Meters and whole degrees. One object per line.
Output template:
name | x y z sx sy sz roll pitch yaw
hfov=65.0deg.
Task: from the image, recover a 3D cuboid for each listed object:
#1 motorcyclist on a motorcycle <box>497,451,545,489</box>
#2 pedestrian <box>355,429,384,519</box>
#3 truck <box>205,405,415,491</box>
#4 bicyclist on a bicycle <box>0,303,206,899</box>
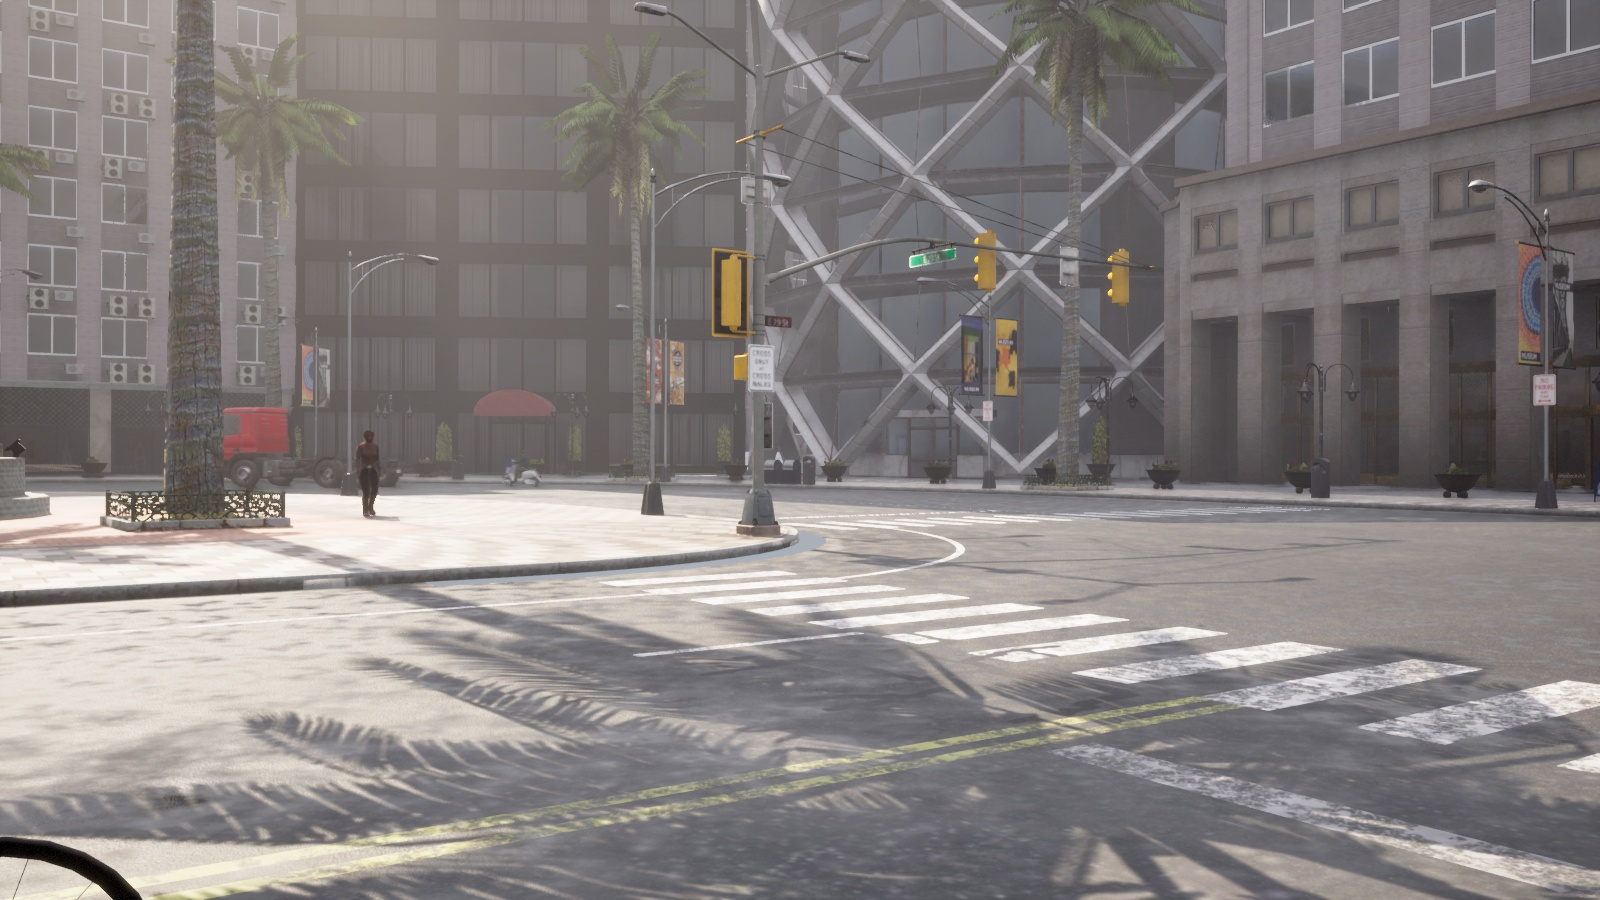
motorcyclist on a motorcycle | -12.041 0.856 54.153 1.817 1.590 0.866 0 0 21
pedestrian | -8.836 0.483 25.767 0.328 1.805 0.869 0 0 -36
truck | -20.574 -0.064 52.825 7.936 3.462 2.891 0 0 11
bicyclist on a bicycle | -2.110 0.625 2.206 1.843 1.776 0.659 0 0 -35
